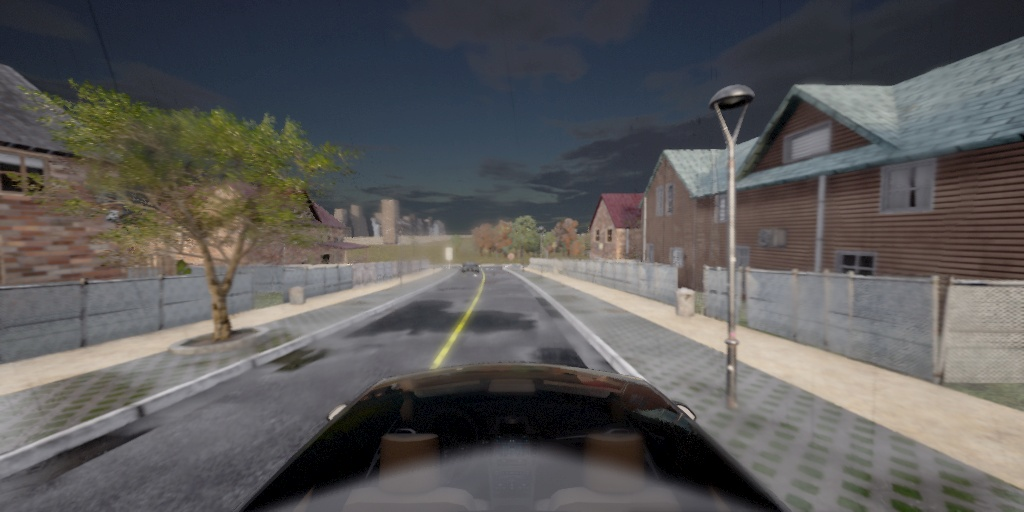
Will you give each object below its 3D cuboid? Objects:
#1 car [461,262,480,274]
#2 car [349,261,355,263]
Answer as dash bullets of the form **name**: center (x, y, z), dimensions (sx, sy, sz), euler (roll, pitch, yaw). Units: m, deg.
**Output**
- **car**: center (-4.694, 1.329, 40.908), dimensions (1.994, 1.385, 4.181), euler (0, 0, -5)
- **car**: center (-24.062, 1.504, 57.493), dimensions (4.902, 1.511, 2.128), euler (0, 3, -8)
